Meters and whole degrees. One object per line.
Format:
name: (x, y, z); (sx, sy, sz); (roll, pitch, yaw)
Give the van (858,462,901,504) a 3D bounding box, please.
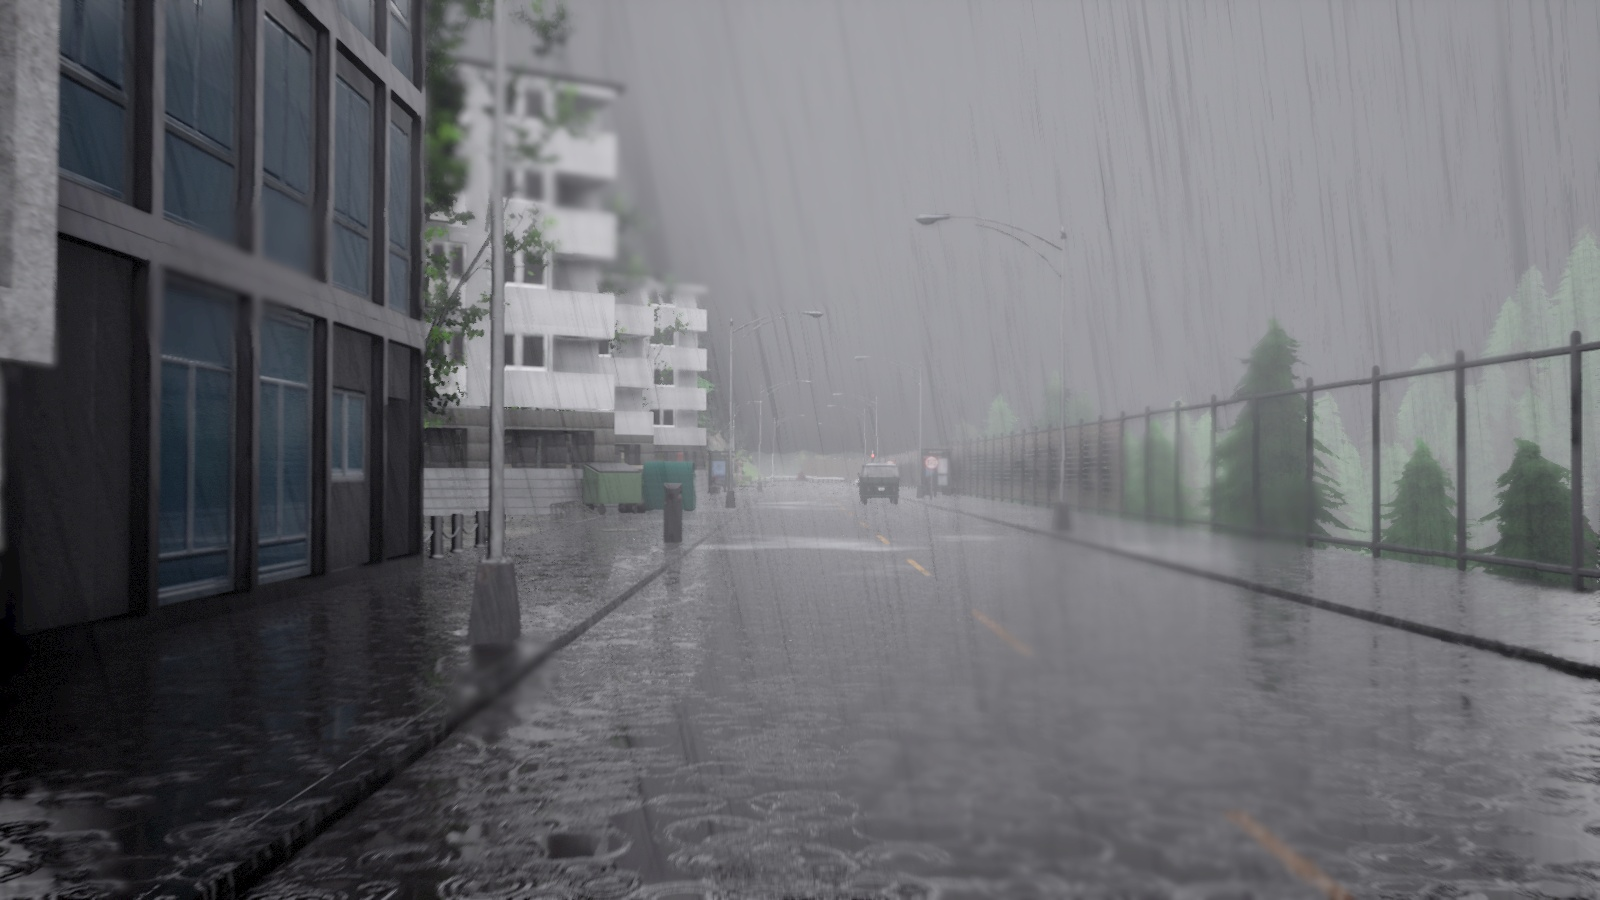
van: (3.815, 1.574, 60.999); (1.775, 1.987, 4.442); (0, -1, 0)
